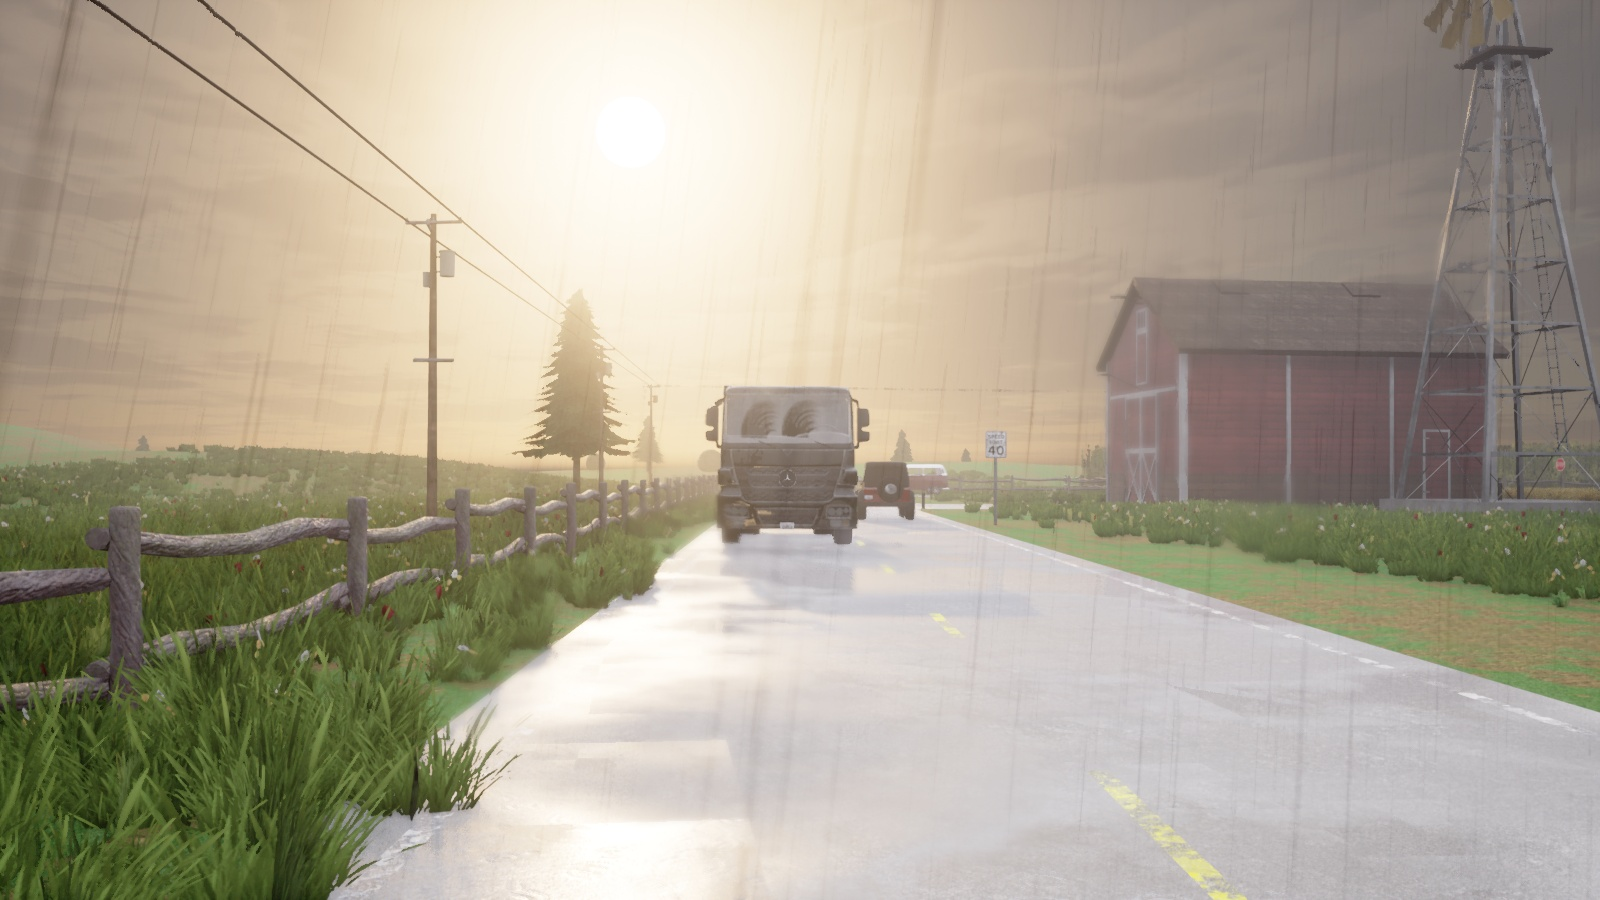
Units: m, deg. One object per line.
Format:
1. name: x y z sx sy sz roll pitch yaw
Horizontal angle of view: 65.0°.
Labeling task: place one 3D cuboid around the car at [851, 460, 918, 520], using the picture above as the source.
1. car: 2.773 1.302 41.881 1.905 1.878 3.866 0 -1 -1

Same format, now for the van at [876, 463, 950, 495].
1. van: 7.354 1.880 81.761 4.480 2.038 2.069 0 -1 -7

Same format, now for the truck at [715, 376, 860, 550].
1. truck: -0.288 0.321 29.069 2.891 3.462 7.936 0 -1 -1
